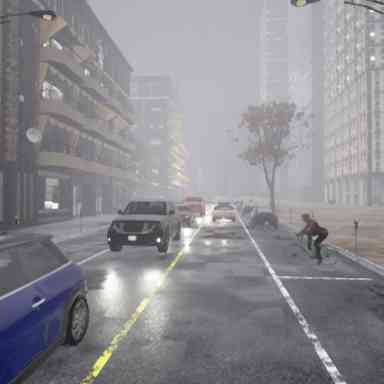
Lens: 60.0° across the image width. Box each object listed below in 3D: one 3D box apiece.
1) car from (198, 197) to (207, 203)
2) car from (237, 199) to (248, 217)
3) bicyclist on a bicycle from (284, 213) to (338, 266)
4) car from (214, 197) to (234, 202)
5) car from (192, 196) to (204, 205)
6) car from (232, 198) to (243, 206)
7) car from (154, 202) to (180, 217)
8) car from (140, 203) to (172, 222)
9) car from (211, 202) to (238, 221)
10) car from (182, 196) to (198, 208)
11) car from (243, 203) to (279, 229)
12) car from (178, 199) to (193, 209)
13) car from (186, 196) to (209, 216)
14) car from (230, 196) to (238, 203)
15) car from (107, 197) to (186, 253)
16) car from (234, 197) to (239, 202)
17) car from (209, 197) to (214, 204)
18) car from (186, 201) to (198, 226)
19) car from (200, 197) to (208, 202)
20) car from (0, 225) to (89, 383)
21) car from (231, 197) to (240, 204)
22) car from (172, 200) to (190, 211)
[{"bbox_3d":[2.886,2.141,89.836,1.947,1.339,4.313,1,0,6],"label":"car"},{"bbox_3d":[5.847,1.763,33.591,2.008,1.369,4.403,1,0,6],"label":"car"},{"bbox_3d":[3.677,1.493,10.285,1.656,1.620,0.582,0,0,6],"label":"bicyclist on a bicycle"},{"bbox_3d":[4.501,1.772,46.732,1.882,1.535,5.008,0,0,6],"label":"car"},{"bbox_3d":[1.276,1.777,73.206,2.192,1.841,5.009,1,0,6],"label":"car"},{"bbox_3d":[9.075,1.984,66.851,2.008,1.369,4.403,1,0,6],"label":"car"},{"bbox_3d":[-2.494,1.753,34.402,2.008,1.369,4.403,1,0,6],"label":"car"},{"bbox_3d":[-3.032,1.732,28.858,1.947,1.339,4.313,1,0,6],"label":"car"},{"bbox_3d":[2.758,1.776,28.731,1.895,1.301,4.718,0,0,6],"label":"car"},{"bbox_3d":[-0.337,1.664,56.577,2.192,1.841,5.009,1,0,6],"label":"car"},{"bbox_3d":[4.771,1.691,22.504,2.008,1.369,4.403,1,0,6],"label":"car"},{"bbox_3d":[-0.896,1.836,50.863,1.752,1.417,4.829,1,0,6],"label":"car"},{"bbox_3d":[0.243,1.435,35.319,2.150,2.045,5.566,0,0,6],"label":"car"},{"bbox_3d":[11.229,2.025,89.026,1.967,1.590,4.097,1,0,6],"label":"car"},{"bbox_3d":[-1.827,1.301,14.522,2.150,2.045,5.566,0,0,6],"label":"car"},{"bbox_3d":[6.940,1.811,44.848,1.752,1.417,4.829,1,0,6],"label":"car"},{"bbox_3d":[3.697,1.803,70.457,2.097,1.767,4.553,0,0,6],"label":"car"},{"bbox_3d":[-0.841,1.670,24.642,1.812,1.442,4.674,0,0,6],"label":"car"},{"bbox_3d":[3.424,2.164,95.380,2.008,1.369,4.403,1,0,6],"label":"car"},{"bbox_3d":[-2.837,1.361,3.454,2.097,1.767,4.553,0,0,5],"label":"car"},{"bbox_3d":[10.153,1.949,77.939,1.967,1.590,4.097,1,0,6],"label":"car"},{"bbox_3d":[-1.418,1.841,45.489,1.947,1.339,4.313,1,0,6],"label":"car"}]
